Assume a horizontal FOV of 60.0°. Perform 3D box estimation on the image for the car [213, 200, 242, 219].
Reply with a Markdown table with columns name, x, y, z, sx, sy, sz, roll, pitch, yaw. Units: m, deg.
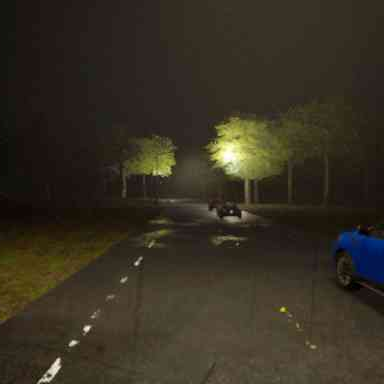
| name | x | y | z | sx | sy | sz | roll | pitch | yaw |
| --- | --- | --- | --- | --- | --- | --- | --- | --- | --- |
| car | 3.355 | 1.680 | 30.707 | 1.994 | 1.385 | 4.181 | 0 | 0 | -1 |

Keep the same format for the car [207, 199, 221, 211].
| name | x | y | z | sx | sy | sz | roll | pitch | yaw |
| --- | --- | --- | --- | --- | --- | --- | --- | --- | --- |
| car | 3.070 | 1.671 | 42.930 | 1.837 | 1.490 | 4.892 | 0 | 0 | -1 |

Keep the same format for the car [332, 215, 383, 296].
| name | x | y | z | sx | sy | sz | roll | pitch | yaw |
| --- | --- | --- | --- | --- | --- | --- | --- | --- | --- |
| car | 4.559 | 1.256 | 5.947 | 2.150 | 2.045 | 5.566 | 1 | 0 | 0 |
